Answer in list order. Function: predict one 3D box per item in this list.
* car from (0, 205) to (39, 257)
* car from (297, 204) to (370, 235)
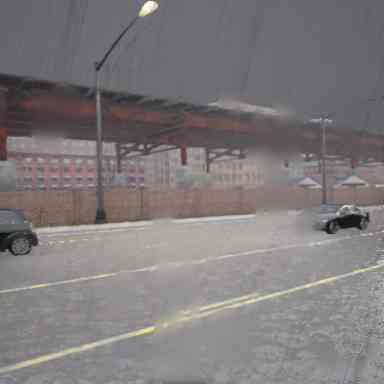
[{"bbox_3d":[-7.791,1.353,11.327,4.553,1.767,2.097,0,0,-35],"label":"car"},{"bbox_3d":[7.746,1.396,18.089,4.902,1.511,2.128,0,0,-35],"label":"car"}]
